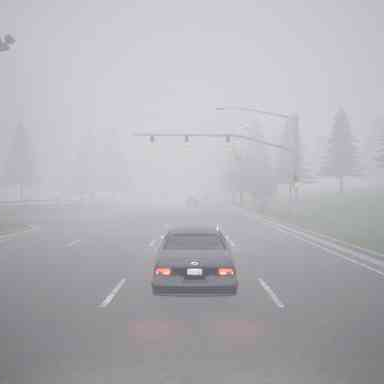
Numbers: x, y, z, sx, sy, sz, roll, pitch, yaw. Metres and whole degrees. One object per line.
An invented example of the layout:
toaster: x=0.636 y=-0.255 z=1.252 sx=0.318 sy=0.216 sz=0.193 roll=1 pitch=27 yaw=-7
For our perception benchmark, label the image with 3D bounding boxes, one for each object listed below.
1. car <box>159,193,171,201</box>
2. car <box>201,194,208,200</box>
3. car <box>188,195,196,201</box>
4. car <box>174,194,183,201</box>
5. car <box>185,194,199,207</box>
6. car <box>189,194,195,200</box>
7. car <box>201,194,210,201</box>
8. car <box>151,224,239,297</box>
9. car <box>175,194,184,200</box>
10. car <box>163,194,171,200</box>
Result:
car: x=-6.983 y=1.217 z=83.482 sx=2.150 sy=2.045 sz=5.566 roll=0 pitch=0 yaw=0
car: x=3.519 y=1.310 z=93.869 sx=1.882 sy=1.535 sz=5.008 roll=0 pitch=0 yaw=0
car: x=0.017 y=1.531 z=83.450 sx=2.033 sy=1.411 sz=5.357 roll=0 pitch=0 yaw=0
car: x=-3.483 y=1.517 z=83.868 sx=1.812 sy=1.442 sz=4.674 roll=0 pitch=0 yaw=0
car: x=0.009 y=1.352 z=52.807 sx=2.097 sy=1.767 sz=4.553 roll=0 pitch=0 yaw=0
car: x=0.019 y=1.310 z=93.870 sx=1.882 sy=1.535 sz=5.008 roll=0 pitch=0 yaw=0
car: x=3.517 y=1.492 z=83.449 sx=1.837 sy=1.490 sz=4.892 roll=0 pitch=0 yaw=0
car: x=0.068 y=1.547 z=8.768 sx=2.033 sy=1.411 sz=5.357 roll=0 pitch=0 yaw=0
car: x=-3.481 y=1.357 z=93.871 sx=2.128 sy=1.511 sz=4.902 roll=0 pitch=0 yaw=0
car: x=-6.981 y=1.385 z=93.872 sx=1.994 sy=1.385 sz=4.181 roll=0 pitch=0 yaw=0
